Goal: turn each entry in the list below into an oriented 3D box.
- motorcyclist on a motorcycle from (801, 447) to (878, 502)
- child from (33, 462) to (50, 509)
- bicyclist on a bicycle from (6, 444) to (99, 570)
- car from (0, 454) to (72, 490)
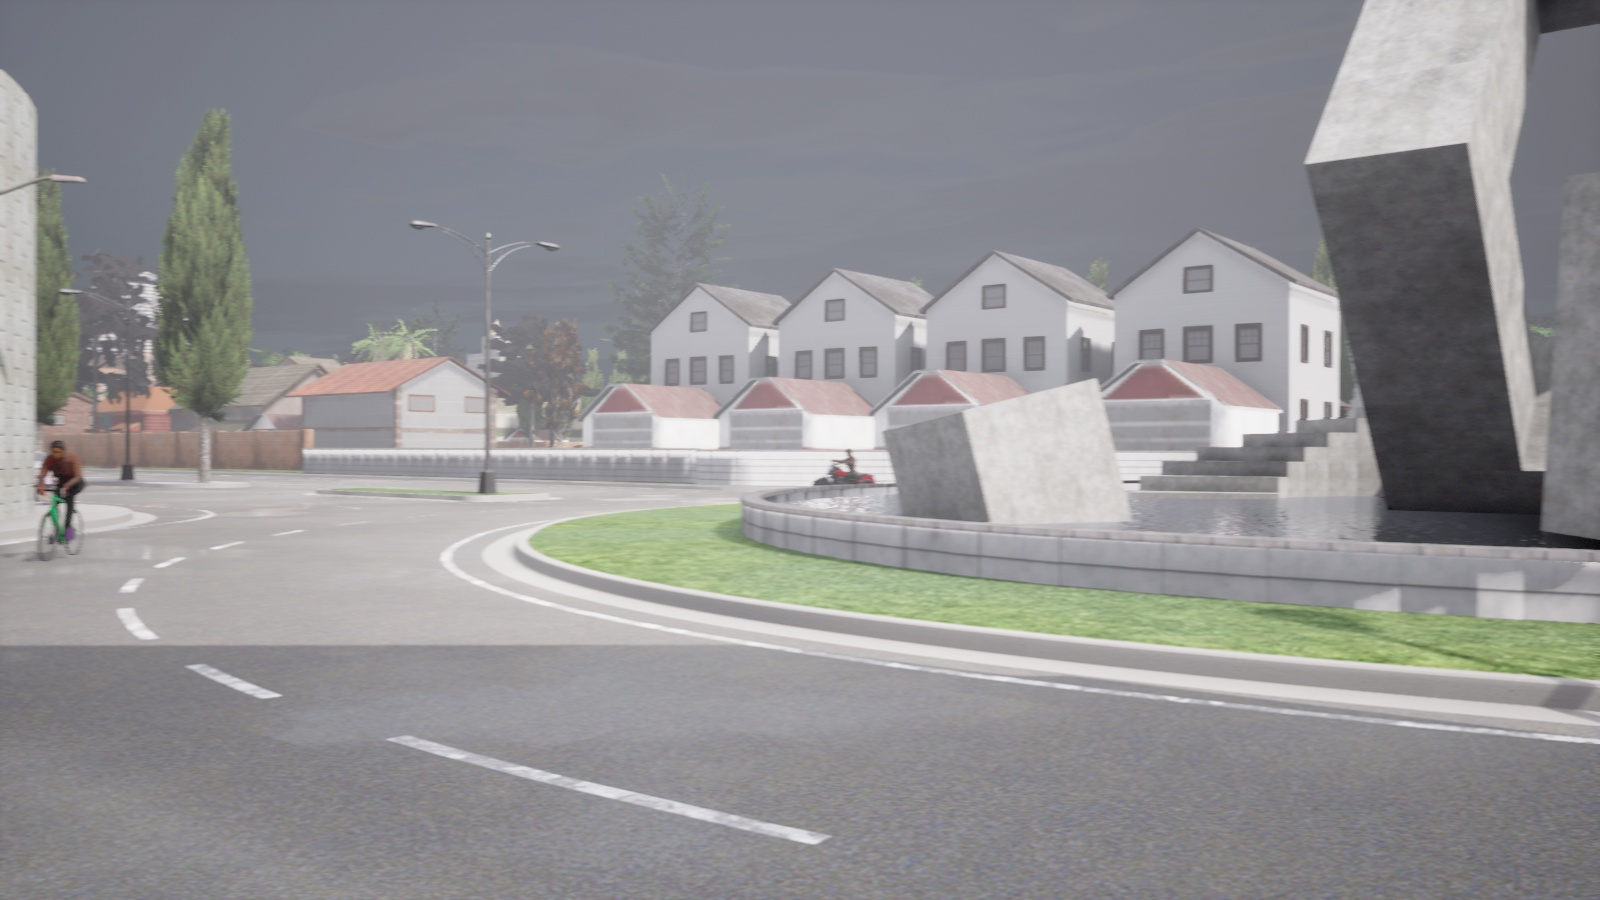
[{"bbox_3d":[1.235,0.752,39.060,2.350,1.649,0.766,0,1,-31],"label":"motorcyclist on a motorcycle"},{"bbox_3d":[-18.137,0.847,30.026,0.394,1.110,0.255,0,0,42],"label":"child"},{"bbox_3d":[-10.118,0.735,17.057,0.582,1.620,1.656,1,0,-12],"label":"bicyclist on a bicycle"},{"bbox_3d":[-32.037,0.888,51.953,4.674,1.442,1.812,0,0,39],"label":"car"}]
